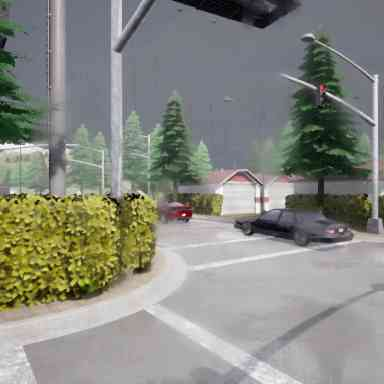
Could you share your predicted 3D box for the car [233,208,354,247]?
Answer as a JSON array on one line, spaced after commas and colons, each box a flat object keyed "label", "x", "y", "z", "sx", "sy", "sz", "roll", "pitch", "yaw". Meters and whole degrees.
[{"label": "car", "x": 4.253, "y": 1.422, "z": 14.783, "sx": 2.033, "sy": 1.411, "sz": 5.357, "roll": 0, "pitch": 2, "yaw": -35}]

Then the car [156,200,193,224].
[{"label": "car", "x": -1.943, "y": 1.305, "z": 23.378, "sx": 1.882, "sy": 1.535, "sz": 5.008, "roll": -1, "pitch": 1, "yaw": -35}]
